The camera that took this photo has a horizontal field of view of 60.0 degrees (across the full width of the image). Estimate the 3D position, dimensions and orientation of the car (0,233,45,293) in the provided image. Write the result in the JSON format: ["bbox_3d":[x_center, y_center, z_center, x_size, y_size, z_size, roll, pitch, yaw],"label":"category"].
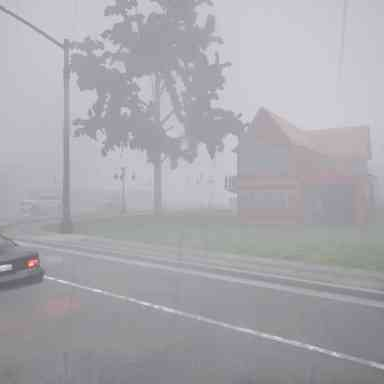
[{"bbox_3d":[-5.736,1.547,8.025,5.357,1.411,2.033,0,0,36],"label":"car"}]

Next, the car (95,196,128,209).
[{"bbox_3d":[-11.085,1.352,45.854,2.097,1.767,4.553,0,0,34],"label":"car"}]

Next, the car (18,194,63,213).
[{"bbox_3d":[-16.632,1.222,37.618,2.150,2.045,5.566,0,0,33],"label":"car"}]
